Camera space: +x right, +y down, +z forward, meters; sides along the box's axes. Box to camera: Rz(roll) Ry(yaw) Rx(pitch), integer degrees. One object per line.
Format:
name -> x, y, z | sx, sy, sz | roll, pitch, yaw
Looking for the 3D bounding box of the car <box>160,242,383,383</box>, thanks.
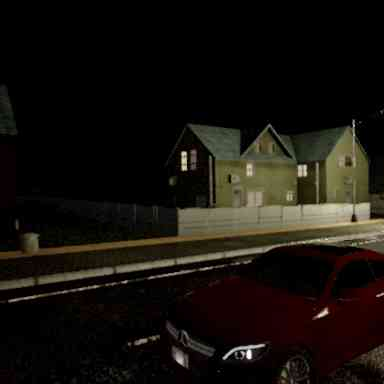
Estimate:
car -> 1.768, 1.542, 4.962 | 4.674, 1.442, 1.812 | 0, 0, -35
